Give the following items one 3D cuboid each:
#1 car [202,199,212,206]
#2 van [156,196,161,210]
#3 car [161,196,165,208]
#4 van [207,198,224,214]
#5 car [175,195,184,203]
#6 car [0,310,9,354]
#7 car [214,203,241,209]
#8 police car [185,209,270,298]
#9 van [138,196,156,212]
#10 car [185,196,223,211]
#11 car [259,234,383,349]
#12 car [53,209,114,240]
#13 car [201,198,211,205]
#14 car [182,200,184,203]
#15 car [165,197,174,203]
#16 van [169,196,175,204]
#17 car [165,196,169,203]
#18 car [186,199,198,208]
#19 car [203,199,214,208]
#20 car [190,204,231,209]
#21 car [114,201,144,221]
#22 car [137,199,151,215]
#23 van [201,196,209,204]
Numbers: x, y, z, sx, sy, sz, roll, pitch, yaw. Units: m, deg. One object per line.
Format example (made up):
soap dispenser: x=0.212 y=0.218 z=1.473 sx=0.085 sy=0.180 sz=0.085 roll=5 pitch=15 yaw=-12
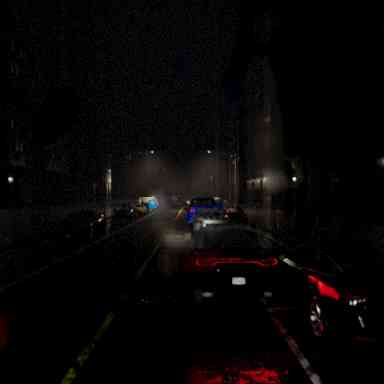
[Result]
car: x=2.804 y=1.983 z=62.740 sx=1.802 sy=1.307 sz=4.206 roll=0 pitch=0 yaw=0
van: x=-5.735 y=1.635 z=45.821 sx=1.690 sy=1.788 sz=3.998 roll=0 pitch=0 yaw=0
car: x=-5.731 y=1.770 z=51.461 sx=1.967 sy=1.590 sz=4.097 roll=0 pitch=0 yaw=0
van: x=2.786 y=1.599 z=40.179 sx=1.690 sy=1.788 sz=3.998 roll=0 pitch=0 yaw=0
car: x=-2.942 y=1.871 z=81.357 sx=2.097 sy=1.767 sz=4.553 roll=0 pitch=0 yaw=0
car: x=-3.101 y=1.613 z=1.715 sx=1.895 sy=1.301 sz=4.718 roll=0 pitch=0 yaw=0
car: x=2.774 y=1.694 z=23.256 sx=1.887 sy=1.381 sz=4.507 roll=0 pitch=0 yaw=0
police car: x=0.847 y=1.483 z=8.822 sx=1.930 sy=1.638 sz=5.238 roll=0 pitch=0 yaw=-1
van: x=-5.740 y=1.599 z=40.181 sx=1.690 sy=1.788 sz=3.998 roll=0 pitch=0 yaw=0
car: x=0.716 y=1.381 z=24.730 sx=2.150 sy=2.045 sz=5.566 roll=0 pitch=0 yaw=-1
car: x=2.762 y=1.607 z=6.334 sx=1.947 sy=1.339 sz=4.313 roll=0 pitch=0 yaw=0
car: x=-5.755 y=1.680 z=17.617 sx=1.947 sy=1.339 sz=4.313 roll=0 pitch=0 yaw=0
car: x=2.807 y=2.003 z=68.381 sx=1.947 sy=1.339 sz=4.313 roll=0 pitch=0 yaw=0
car: x=0.053 y=1.887 z=44.637 sx=1.895 sy=1.301 sz=4.718 roll=0 pitch=0 yaw=0
car: x=-5.705 y=2.088 z=85.306 sx=1.887 sy=1.381 sz=4.507 roll=0 pitch=0 yaw=0
van: x=-5.710 y=1.849 z=79.667 sx=1.690 sy=1.788 sz=3.998 roll=0 pitch=0 yaw=0
car: x=-5.727 y=1.681 z=57.104 sx=2.192 sy=1.841 sz=5.009 roll=0 pitch=0 yaw=0
car: x=0.040 y=1.967 z=57.227 sx=1.895 sy=1.301 sz=4.718 roll=0 pitch=0 yaw=0
car: x=2.799 y=1.947 z=57.099 sx=1.802 sy=1.307 sz=4.206 roll=0 pitch=0 yaw=0
car: x=0.911 y=1.647 z=18.721 sx=1.812 sy=1.442 sz=4.674 roll=0 pitch=0 yaw=0
car: x=-5.747 y=1.737 z=28.898 sx=2.008 sy=1.369 sz=4.403 roll=0 pitch=0 yaw=0
car: x=-5.743 y=1.746 z=34.369 sx=1.752 sy=1.417 sz=4.829 roll=0 pitch=0 yaw=0
van: x=2.811 y=1.813 z=74.023 sx=1.690 sy=1.788 sz=3.998 roll=0 pitch=0 yaw=0
